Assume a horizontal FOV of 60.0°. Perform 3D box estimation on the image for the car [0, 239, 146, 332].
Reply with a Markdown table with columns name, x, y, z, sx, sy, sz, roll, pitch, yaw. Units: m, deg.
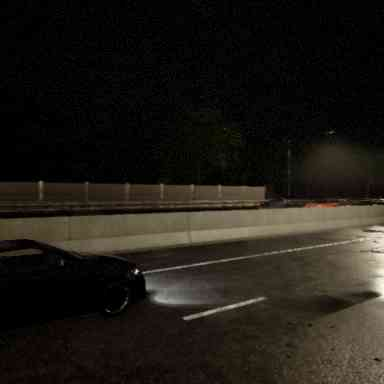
| name | x | y | z | sx | sy | sz | roll | pitch | yaw |
| --- | --- | --- | --- | --- | --- | --- | --- | --- | --- |
| car | -2.955 | 1.570 | 6.056 | 4.181 | 1.385 | 1.994 | 0 | 0 | -35 |

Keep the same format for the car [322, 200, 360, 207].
| name | x | y | z | sx | sy | sz | roll | pitch | yaw |
| --- | --- | --- | --- | --- | --- | --- | --- | --- | --- |
| car | 14.791 | 1.712 | 31.704 | 4.181 | 1.385 | 1.994 | 0 | 0 | -35 |

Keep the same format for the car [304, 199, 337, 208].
| name | x | y | z | sx | sy | sz | roll | pitch | yaw |
| --- | --- | --- | --- | --- | --- | --- | --- | --- | --- |
| car | 13.941 | 1.507 | 35.383 | 4.553 | 1.767 | 2.097 | 0 | 0 | -35 |

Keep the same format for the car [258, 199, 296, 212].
| name | x | y | z | sx | sy | sz | roll | pitch | yaw |
| --- | --- | --- | --- | --- | --- | --- | --- | --- | --- |
| car | 10.681 | 1.666 | 41.649 | 4.892 | 1.490 | 1.837 | 0 | 0 | -35 |

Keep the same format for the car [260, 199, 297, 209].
| name | x | y | z | sx | sy | sz | roll | pitch | yaw |
| --- | --- | --- | --- | --- | --- | --- | --- | --- | --- |
| car | 9.536 | 1.633 | 36.559 | 4.902 | 1.511 | 2.128 | 0 | 0 | -35 |
